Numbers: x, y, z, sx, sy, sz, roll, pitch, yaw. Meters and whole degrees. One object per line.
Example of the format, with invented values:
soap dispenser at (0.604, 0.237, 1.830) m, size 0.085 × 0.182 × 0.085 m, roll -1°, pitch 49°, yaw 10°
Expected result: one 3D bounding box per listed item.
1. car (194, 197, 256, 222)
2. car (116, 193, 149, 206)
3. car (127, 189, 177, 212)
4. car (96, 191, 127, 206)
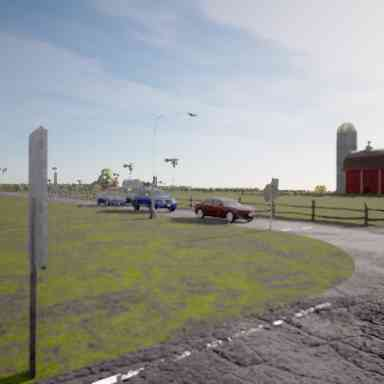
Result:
car at (2.172, 1.123, 22.661) m, size 1.882 × 1.535 × 5.008 m, roll 1°, pitch 0°, yaw -36°
car at (-7.391, 0.875, 40.913) m, size 2.128 × 1.511 × 4.902 m, roll 1°, pitch 0°, yaw -36°
car at (-3.558, 0.727, 30.588) m, size 2.150 × 2.045 × 5.566 m, roll 1°, pitch 0°, yaw -36°
car at (-9.436, 0.717, 38.722) m, size 2.097 × 1.767 × 4.553 m, roll 1°, pitch 0°, yaw -36°
